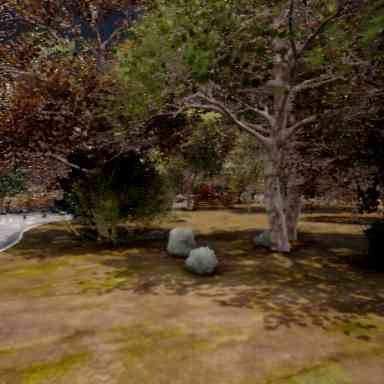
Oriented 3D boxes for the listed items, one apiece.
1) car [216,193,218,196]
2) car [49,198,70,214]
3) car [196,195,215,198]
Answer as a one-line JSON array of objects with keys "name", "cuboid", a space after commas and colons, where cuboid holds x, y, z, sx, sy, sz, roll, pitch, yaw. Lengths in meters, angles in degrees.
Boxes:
[{"name": "car", "cuboid": [5.935, 0.837, 72.346, 2.097, 1.767, 4.553, 0, 0, 22]}, {"name": "car", "cuboid": [-12.739, 1.229, 35.960, 2.150, 2.045, 5.566, 0, 0, 22]}, {"name": "car", "cuboid": [2.019, 1.071, 62.706, 2.128, 1.511, 4.902, 0, 0, 22]}]
